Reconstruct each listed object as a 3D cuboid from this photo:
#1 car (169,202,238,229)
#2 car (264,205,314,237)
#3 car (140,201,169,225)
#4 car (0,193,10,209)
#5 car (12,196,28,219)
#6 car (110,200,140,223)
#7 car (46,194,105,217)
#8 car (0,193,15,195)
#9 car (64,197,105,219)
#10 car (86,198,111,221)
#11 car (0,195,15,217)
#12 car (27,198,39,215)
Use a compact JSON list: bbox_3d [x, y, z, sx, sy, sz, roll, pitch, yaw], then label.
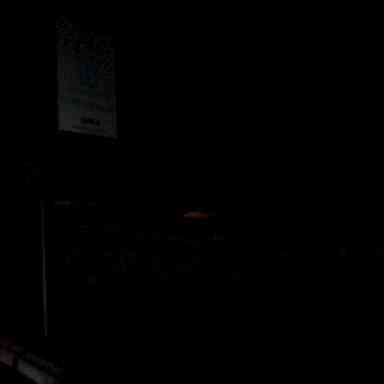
[{"bbox_3d":[1.099,1.467,21.675,1.946,1.575,5.366,0,0,35],"label":"car"},{"bbox_3d":[5.714,1.509,18.586,2.163,1.488,4.792,0,0,35],"label":"car"},{"bbox_3d":[-1.039,1.495,23.458,2.163,1.488,4.792,0,0,35],"label":"car"},{"bbox_3d":[-25.927,1.106,41.152,2.435,2.045,5.566,1,0,35],"label":"car"},{"bbox_3d":[-14.633,1.435,33.081,2.097,1.535,5.008,0,0,35],"label":"car"},{"bbox_3d":[-3.314,1.462,25.048,2.231,1.521,4.892,0,0,35],"label":"car"},{"bbox_3d":[-10.121,1.196,29.844,2.435,2.045,5.566,0,0,35],"label":"car"},{"bbox_3d":[-23.697,1.127,39.497,2.435,2.045,5.566,0,0,35],"label":"car"},{"bbox_3d":[-7.839,1.451,28.264,2.097,1.535,5.008,0,0,35],"label":"car"},{"bbox_3d":[-5.577,1.456,26.655,2.097,1.535,5.008,0,0,35],"label":"car"},{"bbox_3d":[-16.786,1.423,34.845,1.946,1.575,5.366,0,0,35],"label":"car"},{"bbox_3d":[-12.369,1.444,31.471,2.231,1.521,4.892,0,0,35],"label":"car"}]
